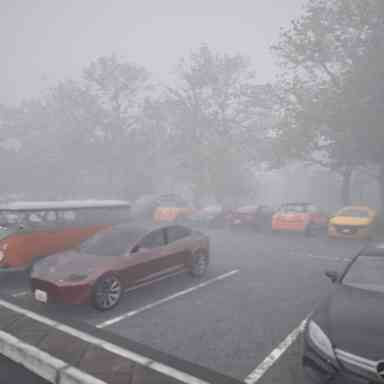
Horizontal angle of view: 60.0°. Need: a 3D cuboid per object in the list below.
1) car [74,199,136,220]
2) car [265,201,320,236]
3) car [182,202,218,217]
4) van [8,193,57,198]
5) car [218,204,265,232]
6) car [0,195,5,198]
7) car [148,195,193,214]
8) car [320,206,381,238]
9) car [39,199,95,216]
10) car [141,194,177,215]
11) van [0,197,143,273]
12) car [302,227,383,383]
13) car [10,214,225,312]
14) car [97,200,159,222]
[{"bbox_3d":[-7.347,1.417,28.553,2.231,1.521,4.892,0,0,36],"label":"car"},{"bbox_3d":[6.200,1.368,18.772,2.185,1.767,4.553,0,0,36],"label":"car"},{"bbox_3d":[1.697,1.510,22.050,2.002,1.452,4.674,0,0,36],"label":"car"},{"bbox_3d":[-16.464,1.130,34.953,1.878,1.987,4.442,0,0,36],"label":"van"},{"bbox_3d":[3.954,1.482,20.419,2.097,1.535,5.008,0,0,36],"label":"car"},{"bbox_3d":[-18.675,1.089,36.649,2.435,2.045,5.566,0,0,36],"label":"car"},{"bbox_3d":[-0.584,1.331,23.647,2.185,1.767,4.553,0,0,36],"label":"car"},{"bbox_3d":[8.483,1.505,17.177,2.097,1.535,5.008,0,0,36],"label":"car"},{"bbox_3d":[-11.873,1.427,31.801,2.002,1.452,4.674,0,0,36],"label":"car"},{"bbox_3d":[-2.842,1.193,25.274,2.435,2.045,5.566,0,0,36],"label":"car"},{"bbox_3d":[-3.775,1.258,9.729,1.878,1.987,4.442,0,0,36],"label":"van"},{"bbox_3d":[3.126,1.558,4.918,2.002,1.452,4.674,0,0,36],"label":"car"},{"bbox_3d":[-1.413,1.526,8.140,2.163,1.488,4.792,0,0,36],"label":"car"},{"bbox_3d":[-5.074,1.459,26.948,2.163,1.488,4.792,0,0,36],"label":"car"}]
